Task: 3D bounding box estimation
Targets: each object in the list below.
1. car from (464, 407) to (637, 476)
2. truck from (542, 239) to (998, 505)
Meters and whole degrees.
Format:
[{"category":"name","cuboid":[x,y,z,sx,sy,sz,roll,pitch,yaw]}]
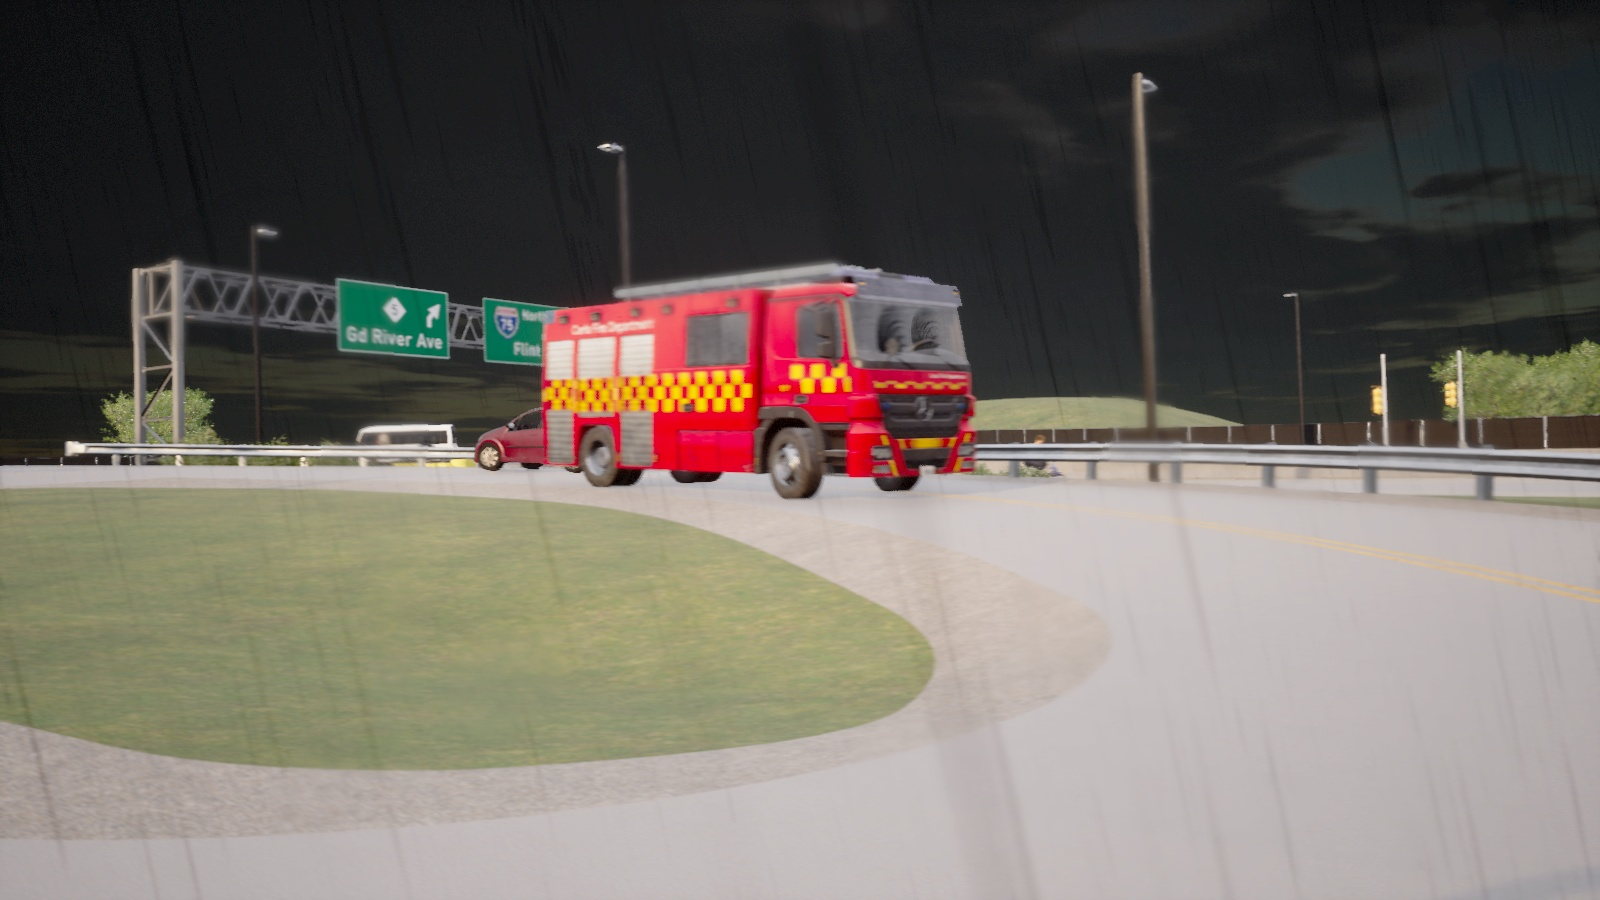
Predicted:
[{"category":"car","cuboid":[-6.242,-0.195,31.322,3.988,1.617,1.851,0,1,30]},{"category":"truck","cuboid":[-0.871,-1.180,22.126,8.468,3.827,2.891,0,2,45]}]
